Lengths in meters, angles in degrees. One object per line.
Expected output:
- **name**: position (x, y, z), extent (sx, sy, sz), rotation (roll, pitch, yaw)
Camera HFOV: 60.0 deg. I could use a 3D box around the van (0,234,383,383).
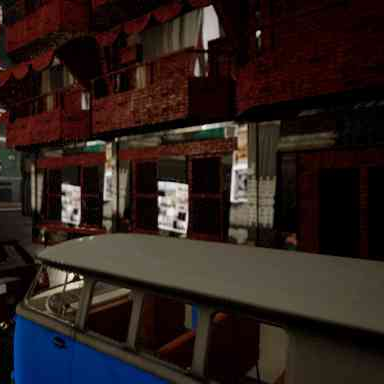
- **van**: position (0.186, 1.333, 2.602), extent (3.998, 1.788, 1.690), rotation (0, 0, 36)
